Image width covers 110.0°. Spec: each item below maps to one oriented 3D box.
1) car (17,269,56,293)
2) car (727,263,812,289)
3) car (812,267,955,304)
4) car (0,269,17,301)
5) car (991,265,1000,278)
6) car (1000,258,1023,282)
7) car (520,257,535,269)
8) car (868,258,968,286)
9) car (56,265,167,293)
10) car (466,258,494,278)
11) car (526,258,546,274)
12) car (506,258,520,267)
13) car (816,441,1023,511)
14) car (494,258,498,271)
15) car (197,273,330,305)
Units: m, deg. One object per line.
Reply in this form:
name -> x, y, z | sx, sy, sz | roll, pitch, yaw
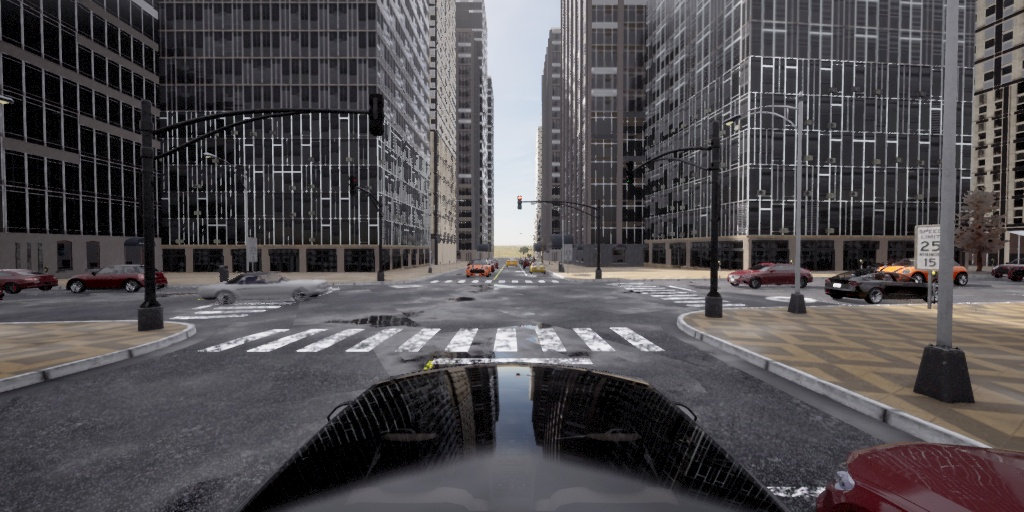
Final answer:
car -> -28.204, 1.390, 20.016 | 4.207, 1.307, 1.802 | 0, 0, -5
car -> 15.392, 1.135, 21.449 | 4.674, 1.442, 1.812 | 0, 1, -5
car -> 16.124, 1.294, 15.706 | 4.313, 1.339, 1.948 | 0, 0, -5
car -> -24.045, 1.432, 14.581 | 4.674, 1.442, 1.812 | 0, 1, -5
car -> 37.693, 0.865, 26.122 | 4.097, 1.591, 1.967 | 0, 0, -5
car -> 35.349, 0.846, 23.279 | 4.553, 1.767, 2.097 | 0, 1, -5
car -> 2.710, 1.028, 55.027 | 2.192, 1.841, 5.009 | 0, 0, 0
car -> 25.340, 0.904, 22.359 | 4.553, 1.767, 2.097 | 0, 1, -5
car -> -22.578, 1.215, 20.541 | 4.097, 1.591, 1.967 | 0, 0, -5
car -> -3.112, 1.085, 34.291 | 2.097, 1.767, 4.553 | 0, 0, 0
car -> 2.806, 1.254, 39.946 | 1.751, 1.417, 4.829 | 0, 0, 0
car -> -0.025, 1.178, 65.005 | 1.882, 1.535, 5.008 | 0, 0, 0
car -> 2.692, 1.333, 0.408 | 1.802, 1.307, 4.207 | 0, 0, 0
car -> -3.115, 1.203, 44.226 | 1.882, 1.535, 5.008 | 0, 0, 0
car -> -11.020, 1.421, 16.327 | 4.718, 1.301, 1.895 | -1, 1, -14
